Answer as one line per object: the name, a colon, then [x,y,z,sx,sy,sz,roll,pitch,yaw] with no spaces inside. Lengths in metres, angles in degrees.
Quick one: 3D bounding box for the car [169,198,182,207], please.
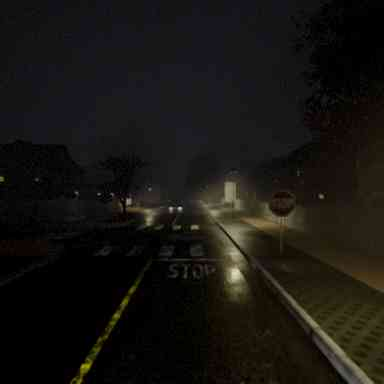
car: [-2.770,1.794,56.111,1.812,1.442,4.674,0,0,0]
